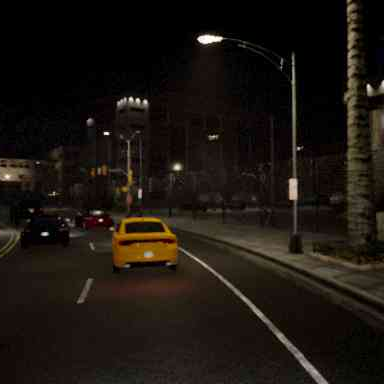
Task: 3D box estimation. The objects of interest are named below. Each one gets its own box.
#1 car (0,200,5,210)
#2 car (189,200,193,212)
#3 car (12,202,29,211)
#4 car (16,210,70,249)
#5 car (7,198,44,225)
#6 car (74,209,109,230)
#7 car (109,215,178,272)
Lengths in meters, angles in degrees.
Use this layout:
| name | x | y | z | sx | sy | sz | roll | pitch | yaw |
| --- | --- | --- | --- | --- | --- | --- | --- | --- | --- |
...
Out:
| name | x | y | z | sx | sy | sz | roll | pitch | yaw |
| --- | --- | --- | --- | --- | --- | --- | --- | --- | --- |
| car | -32.916 | 2.345 | 55.489 | 1.812 | 1.442 | 4.674 | 0 | -1 | -35 |
| car | 0.012 | 1.830 | 46.589 | 2.185 | 1.767 | 4.553 | 0 | -1 | -35 |
| car | -28.617 | 2.365 | 55.444 | 1.994 | 1.385 | 4.181 | 0 | -1 | -35 |
| car | -6.942 | 1.791 | 16.044 | 1.994 | 1.385 | 4.181 | 0 | -1 | -20 |
| car | -14.213 | 1.633 | 28.579 | 2.150 | 2.045 | 5.566 | 0 | -1 | -34 |
| car | -7.107 | 1.887 | 23.849 | 1.994 | 1.385 | 4.181 | 0 | -1 | -31 |
| car | -1.786 | 1.629 | 11.501 | 1.882 | 1.535 | 5.008 | 0 | -1 | -14 |
